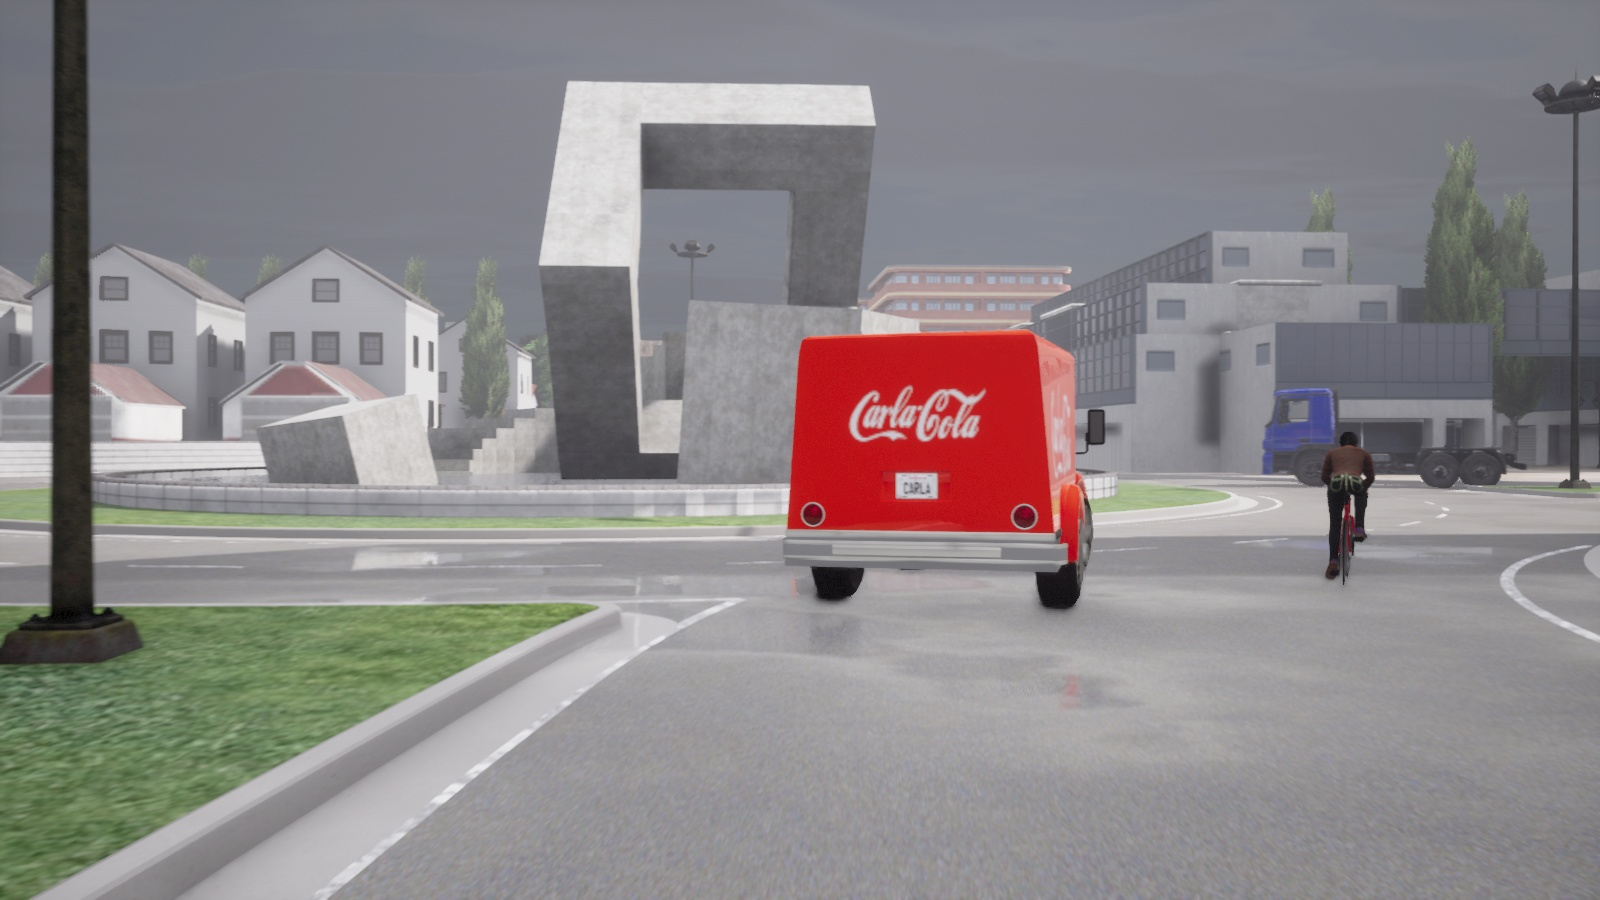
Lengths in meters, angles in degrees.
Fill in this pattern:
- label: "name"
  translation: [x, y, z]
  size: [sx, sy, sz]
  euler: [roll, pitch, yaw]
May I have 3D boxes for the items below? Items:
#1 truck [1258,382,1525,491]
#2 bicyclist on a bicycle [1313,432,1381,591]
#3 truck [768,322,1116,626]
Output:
- label: "truck"
  translation: [19.914, -0.449, 42.631]
  size: [7.936, 3.462, 2.891]
  euler: [0, 1, 26]
- label: "bicyclist on a bicycle"
  translation: [5.985, 0.630, 13.700]
  size: [0.582, 1.620, 1.656]
  euler: [1, 0, 26]
- label: "truck"
  translation: [1.768, 0.188, 13.059]
  size: [2.627, 2.467, 5.204]
  euler: [0, 0, 18]
